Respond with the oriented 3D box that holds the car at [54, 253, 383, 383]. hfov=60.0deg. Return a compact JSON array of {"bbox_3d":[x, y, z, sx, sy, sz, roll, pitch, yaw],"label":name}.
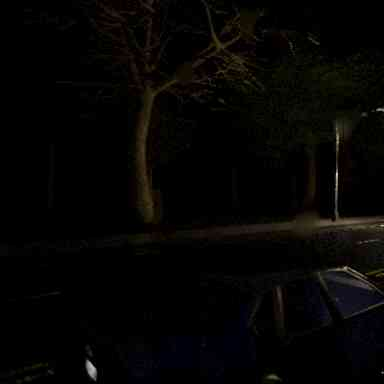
[{"bbox_3d":[1.182,1.551,4.284,5.357,1.411,2.033,0,0,-36],"label":"car"}]
